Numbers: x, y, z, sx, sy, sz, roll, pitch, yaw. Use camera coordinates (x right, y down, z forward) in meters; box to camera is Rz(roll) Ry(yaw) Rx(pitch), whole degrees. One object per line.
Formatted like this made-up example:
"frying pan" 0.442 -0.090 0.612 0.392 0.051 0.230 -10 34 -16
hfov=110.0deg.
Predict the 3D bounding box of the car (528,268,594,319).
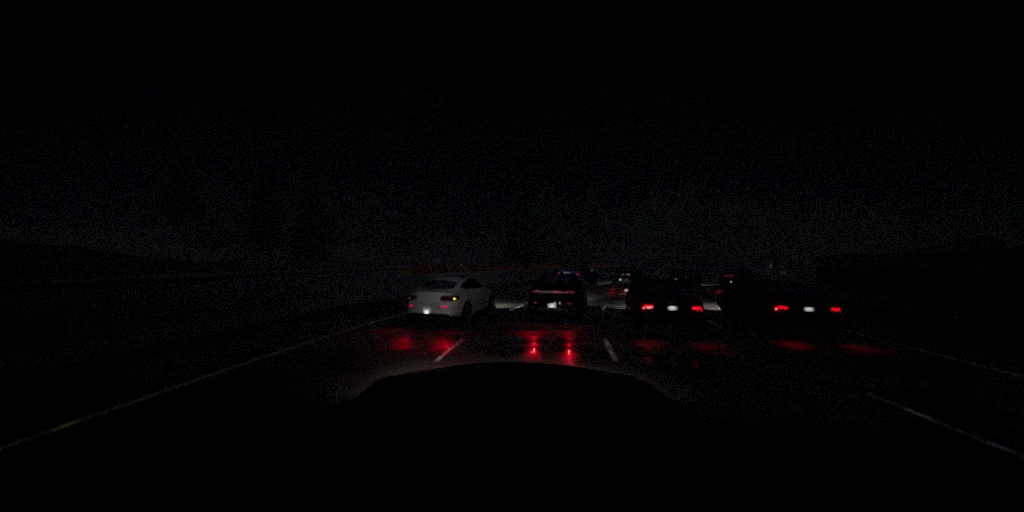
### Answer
"car" 1.890 1.406 13.814 2.128 1.511 4.902 0 -1 15

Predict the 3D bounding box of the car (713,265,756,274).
"car" 17.485 1.689 27.681 2.128 1.511 4.902 -1 -1 43

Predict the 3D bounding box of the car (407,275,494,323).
"car" -1.985 1.395 12.629 1.812 1.442 4.674 0 -1 12

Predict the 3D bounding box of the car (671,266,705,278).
"car" 13.772 1.745 28.705 1.994 1.385 4.181 0 -1 40

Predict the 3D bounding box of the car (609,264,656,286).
"car" 9.766 1.650 29.363 2.128 1.511 4.902 0 -1 37

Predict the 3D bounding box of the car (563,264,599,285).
"car" 5.459 1.476 29.322 2.097 1.767 4.553 0 -1 34

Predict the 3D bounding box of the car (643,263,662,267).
"car" 21.025 1.814 55.516 4.553 1.767 2.097 0 -1 -24

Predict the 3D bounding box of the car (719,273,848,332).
"car" 8.450 1.486 11.819 2.033 1.411 5.357 0 -1 15

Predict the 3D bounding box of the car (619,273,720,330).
"car" 4.841 1.459 11.864 2.033 1.411 5.357 0 -1 14
